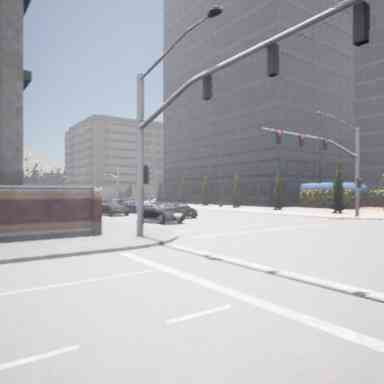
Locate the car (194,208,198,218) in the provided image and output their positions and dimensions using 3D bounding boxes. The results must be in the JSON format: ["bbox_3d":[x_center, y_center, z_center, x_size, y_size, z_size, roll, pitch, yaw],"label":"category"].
[{"bbox_3d":[-1.267,1.588,29.348,1.994,1.385,4.181,0,0,-36],"label":"car"}]

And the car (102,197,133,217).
[{"bbox_3d":[-7.692,1.547,32.262,1.812,1.442,4.674,0,0,-36],"label":"car"}]

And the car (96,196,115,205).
[{"bbox_3d":[-16.219,1.566,62.311,1.812,1.442,4.674,0,0,-37],"label":"car"}]

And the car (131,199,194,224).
[{"bbox_3d":[-2.354,1.511,24.879,2.128,1.511,4.902,0,0,-36],"label":"car"}]
